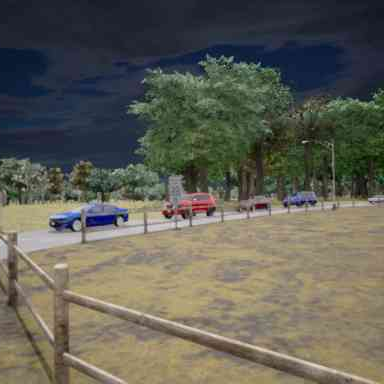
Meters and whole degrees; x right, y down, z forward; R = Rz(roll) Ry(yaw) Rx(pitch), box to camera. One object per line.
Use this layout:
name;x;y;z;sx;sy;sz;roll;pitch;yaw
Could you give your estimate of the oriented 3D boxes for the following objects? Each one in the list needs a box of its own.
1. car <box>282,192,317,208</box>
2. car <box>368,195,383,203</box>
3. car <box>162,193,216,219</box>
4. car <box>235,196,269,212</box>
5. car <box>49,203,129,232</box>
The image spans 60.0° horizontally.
car;13.992;0.983;43.022;5.566;2.045;2.150;-1;-1;-41
car;28.574;1.122;49.850;4.718;1.301;1.895;0;-1;-30
car;-0.136;1.131;28.049;2.150;2.045;5.566;-2;-1;38
car;6.567;1.194;35.873;2.097;1.767;4.553;-2;-1;43
car;-6.070;1.438;20.040;1.882;1.535;5.008;-2;-1;36
